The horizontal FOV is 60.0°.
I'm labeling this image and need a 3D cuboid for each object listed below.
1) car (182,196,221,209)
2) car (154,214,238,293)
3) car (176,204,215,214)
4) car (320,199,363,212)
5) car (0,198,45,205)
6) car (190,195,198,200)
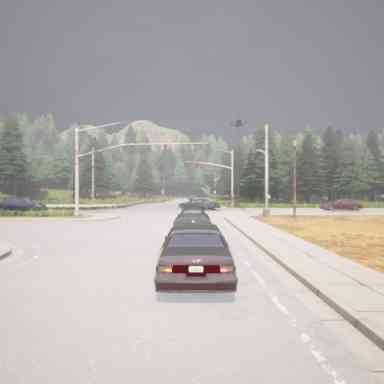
[{"bbox_3d":[0.892,1.562,40.551,5.357,1.411,2.033,0,0,34],"label":"car"},{"bbox_3d":[0.077,1.549,8.987,2.033,1.411,5.357,0,0,0],"label":"car"},{"bbox_3d":[0.044,1.562,18.212,1.994,1.385,4.181,0,0,1],"label":"car"},{"bbox_3d":[17.416,1.537,38.829,4.674,1.442,1.812,0,0,1],"label":"car"},{"bbox_3d":[-18.086,1.396,35.750,4.553,1.767,2.097,0,0,1],"label":"car"},{"bbox_3d":[0.508,1.552,90.476,1.994,1.385,4.181,0,0,2],"label":"car"}]
